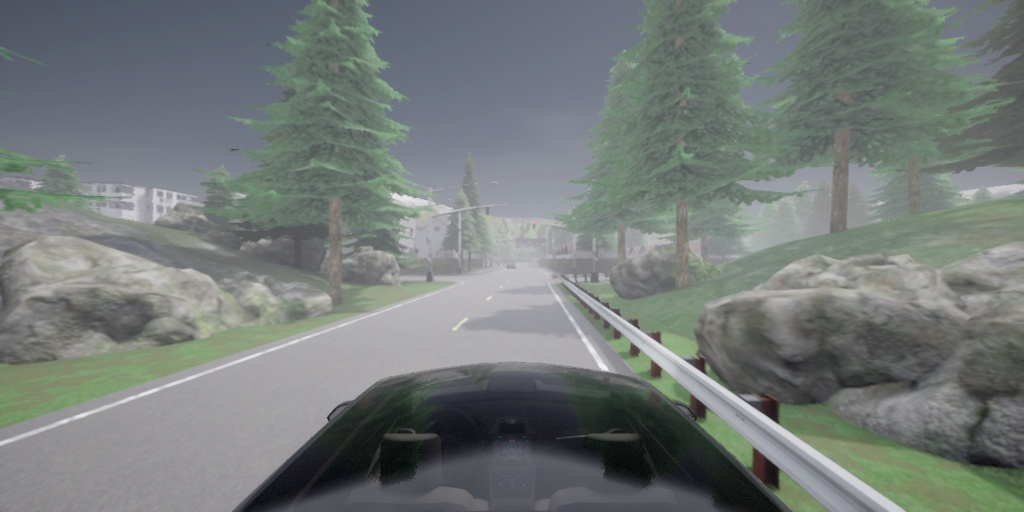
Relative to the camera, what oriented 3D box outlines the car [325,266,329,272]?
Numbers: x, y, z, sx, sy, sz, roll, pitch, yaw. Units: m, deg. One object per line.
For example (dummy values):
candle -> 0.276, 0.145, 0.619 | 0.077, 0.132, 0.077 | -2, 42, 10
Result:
car -> -16.691, 1.426, 36.817 | 4.553, 1.767, 2.097 | -1, -1, 4
